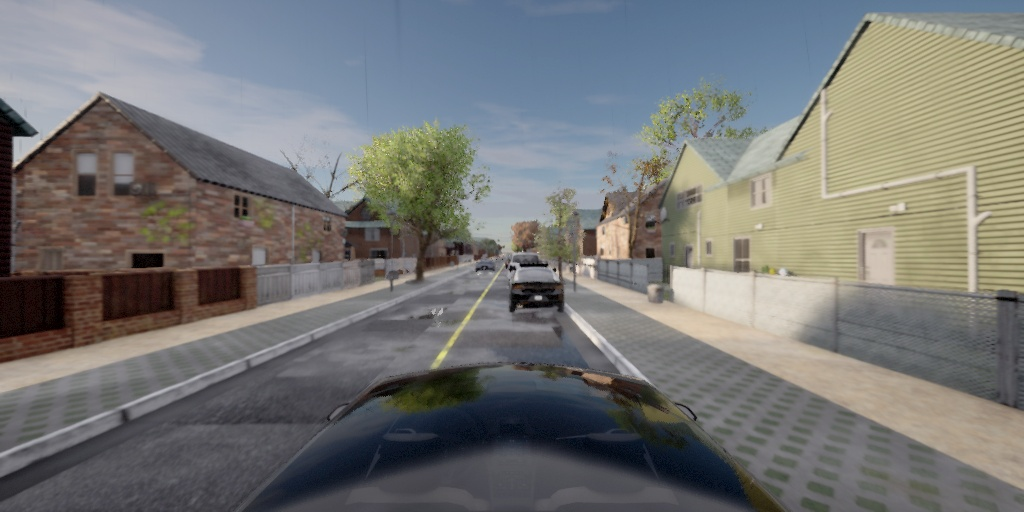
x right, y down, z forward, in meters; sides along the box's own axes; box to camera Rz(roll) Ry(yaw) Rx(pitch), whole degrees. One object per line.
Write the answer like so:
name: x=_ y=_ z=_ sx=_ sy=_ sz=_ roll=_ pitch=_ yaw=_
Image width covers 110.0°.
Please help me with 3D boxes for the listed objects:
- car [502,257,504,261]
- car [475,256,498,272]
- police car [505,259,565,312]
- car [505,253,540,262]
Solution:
car: x=0.010 y=0.965 z=49.829 sx=1.895 sy=1.301 sz=4.718 roll=0 pitch=0 yaw=0
car: x=-2.842 y=1.019 z=39.071 sx=1.994 sy=1.385 sz=4.181 roll=0 pitch=0 yaw=0
police car: x=0.824 y=1.082 z=13.827 sx=1.930 sy=1.638 sz=5.238 roll=0 pitch=0 yaw=0
car: x=0.823 y=0.803 z=23.748 sx=2.150 sy=2.045 sz=5.566 roll=0 pitch=0 yaw=0
